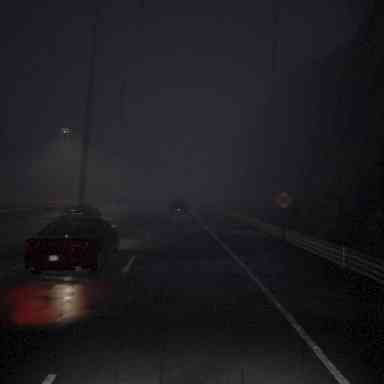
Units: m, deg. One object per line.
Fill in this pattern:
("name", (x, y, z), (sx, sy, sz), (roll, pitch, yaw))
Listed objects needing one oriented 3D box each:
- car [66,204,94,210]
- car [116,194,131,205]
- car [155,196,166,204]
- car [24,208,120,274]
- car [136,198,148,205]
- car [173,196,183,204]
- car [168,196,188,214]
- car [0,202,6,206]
("car", (-7.850, 1.619, 23.752), (2.128, 1.511, 4.902), (-1, 0, -3))
("car", (-13.175, 1.441, 64.282), (2.150, 2.045, 5.566), (-1, 0, -2))
("car", (-6.206, 1.616, 65.124), (1.837, 1.490, 4.892), (-1, 0, -2))
("car", (-3.645, 1.537, 10.957), (1.882, 1.535, 5.008), (-1, 0, -3))
("car", (-9.683, 1.766, 64.735), (1.895, 1.301, 4.718), (-1, 0, -2))
("car", (-2.712, 1.535, 65.326), (1.882, 1.535, 5.008), (-1, 0, -2))
("car", (-1.467, 1.536, 35.798), (1.837, 1.490, 4.892), (-1, 0, -3))
("car", (-26.428, 1.918, 43.617), (1.882, 1.535, 5.008), (-1, 0, -2))
